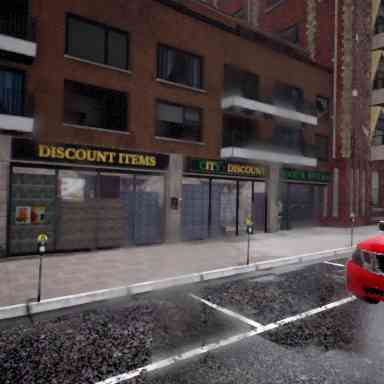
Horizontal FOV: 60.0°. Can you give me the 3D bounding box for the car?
[{"bbox_3d":[5.594,1.226,7.034,5.566,2.045,2.150,0,0,-35],"label":"car"}]
